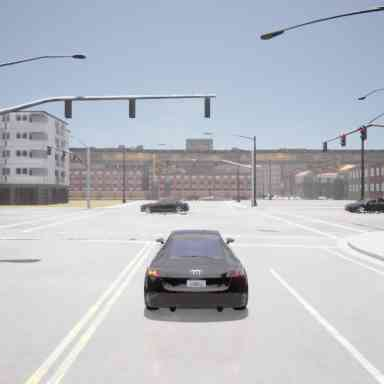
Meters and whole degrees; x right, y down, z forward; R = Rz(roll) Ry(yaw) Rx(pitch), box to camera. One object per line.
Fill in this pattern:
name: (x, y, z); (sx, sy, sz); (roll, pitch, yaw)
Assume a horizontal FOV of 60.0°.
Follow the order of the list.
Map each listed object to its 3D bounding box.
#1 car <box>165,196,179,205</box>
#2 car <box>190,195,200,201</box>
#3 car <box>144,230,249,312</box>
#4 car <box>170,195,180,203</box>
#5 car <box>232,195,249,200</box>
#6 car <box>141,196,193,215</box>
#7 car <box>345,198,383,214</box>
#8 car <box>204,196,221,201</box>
car: (-3.634, 1.490, 60.908); (2.128, 1.511, 4.902); (0, 0, 0)
car: (0.207, 1.496, 83.790); (1.837, 1.490, 4.892); (0, 0, 31)
car: (0.077, 1.564, 7.792); (1.994, 1.385, 4.181); (0, 0, 0)
car: (-3.559, 1.500, 71.062); (1.837, 1.490, 4.892); (0, 0, 0)
car: (13.317, 1.524, 90.699); (4.902, 1.511, 2.128); (0, 0, -24)
car: (-2.681, 1.449, 33.574); (5.008, 1.535, 1.882); (0, 0, 4)
car: (17.673, 1.366, 32.781); (4.892, 1.490, 1.837); (-1, 0, 1)
car: (5.281, 1.595, 84.765); (1.895, 1.301, 4.718); (0, 0, 43)
